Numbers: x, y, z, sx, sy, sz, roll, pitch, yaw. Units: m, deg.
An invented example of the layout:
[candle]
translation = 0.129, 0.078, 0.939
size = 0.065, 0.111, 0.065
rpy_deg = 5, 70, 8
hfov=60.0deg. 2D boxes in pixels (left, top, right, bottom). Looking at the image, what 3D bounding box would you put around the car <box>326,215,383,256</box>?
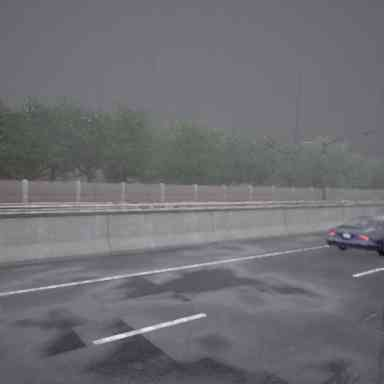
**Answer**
[car]
translation = 7.729, 1.678, 13.679
size = 5.357, 1.411, 2.033
rpy_deg = 1, 0, -35
